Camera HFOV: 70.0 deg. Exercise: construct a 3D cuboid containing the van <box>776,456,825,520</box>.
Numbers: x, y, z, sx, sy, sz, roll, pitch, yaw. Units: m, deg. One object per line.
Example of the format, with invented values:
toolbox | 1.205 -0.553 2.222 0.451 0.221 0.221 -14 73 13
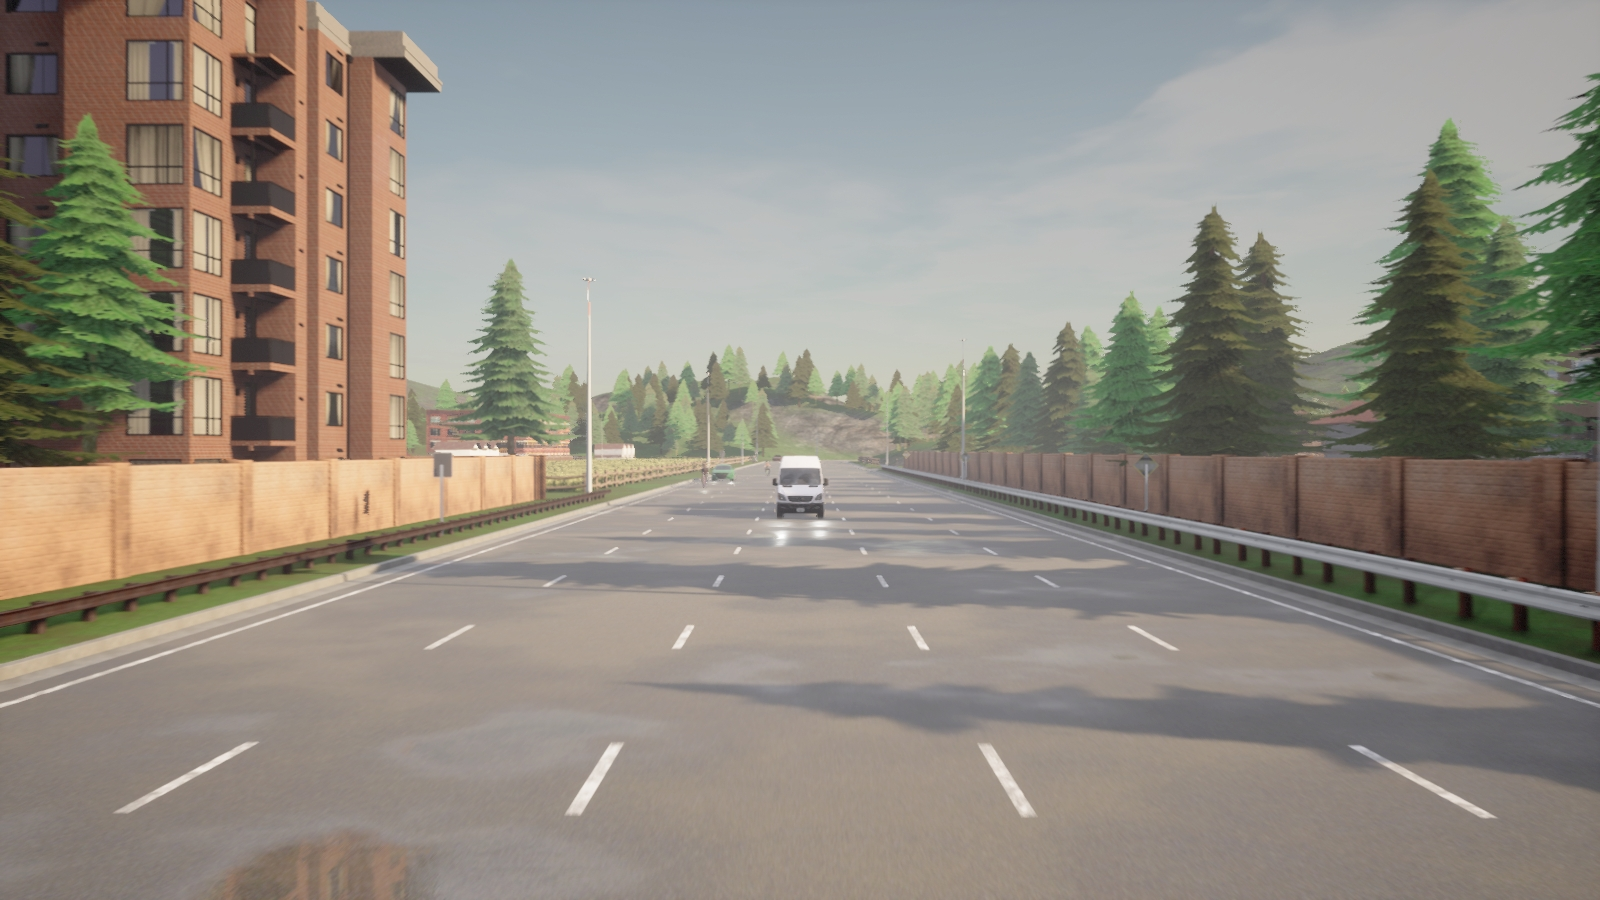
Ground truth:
van | 0.021 1.534 48.825 1.988 2.561 5.915 0 0 0
